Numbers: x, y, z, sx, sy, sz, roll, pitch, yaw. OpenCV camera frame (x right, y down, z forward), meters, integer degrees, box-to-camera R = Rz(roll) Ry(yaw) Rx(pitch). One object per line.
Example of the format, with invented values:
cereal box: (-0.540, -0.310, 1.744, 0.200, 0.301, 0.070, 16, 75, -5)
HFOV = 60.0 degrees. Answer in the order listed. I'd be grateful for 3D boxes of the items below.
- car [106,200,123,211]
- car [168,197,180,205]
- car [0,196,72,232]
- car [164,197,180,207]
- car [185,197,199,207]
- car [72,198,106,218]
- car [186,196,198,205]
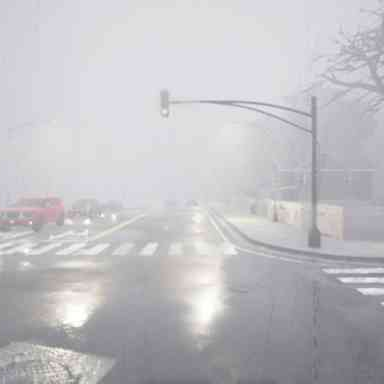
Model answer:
car: (-9.852, 1.677, 40.993, 1.895, 1.301, 4.718, 0, 0, 0)
car: (-3.266, 1.659, 61.687, 1.994, 1.385, 4.181, 0, 0, 0)
car: (-9.856, 1.283, 20.979, 2.150, 2.045, 5.566, 0, 0, 0)
car: (-3.263, 1.681, 51.714, 1.895, 1.301, 4.718, 0, 0, 0)
car: (-0.013, 1.602, 51.684, 1.812, 1.442, 4.674, 0, 0, 0)
car: (-9.849, 1.421, 30.916, 2.097, 1.767, 4.553, 0, 0, 0)
car: (-0.016, 1.583, 61.688, 2.128, 1.511, 4.902, 0, 0, 0)
